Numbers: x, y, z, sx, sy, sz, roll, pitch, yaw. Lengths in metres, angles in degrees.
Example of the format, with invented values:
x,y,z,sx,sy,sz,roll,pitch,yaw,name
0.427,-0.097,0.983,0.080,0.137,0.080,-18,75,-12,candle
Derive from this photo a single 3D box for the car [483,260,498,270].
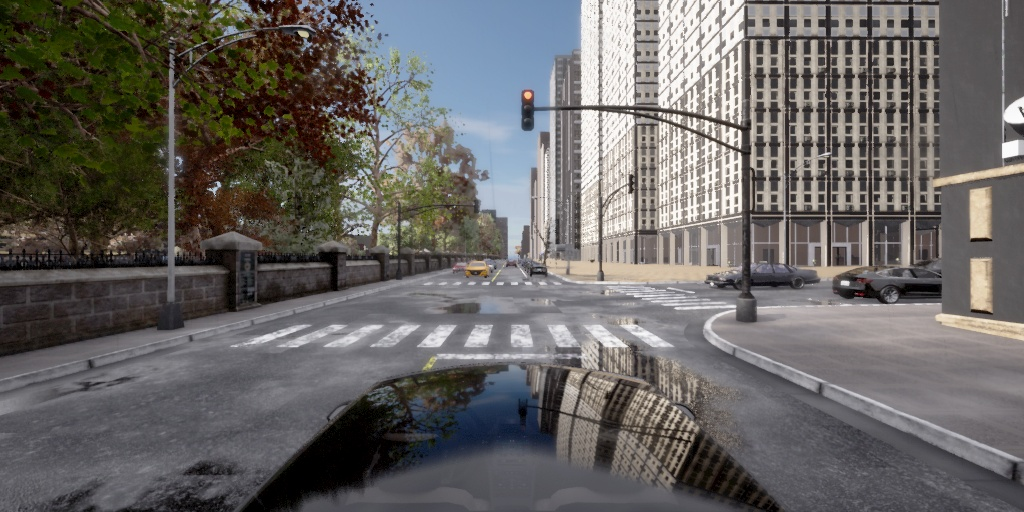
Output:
x,y,z,sx,sy,sz,roll,pitch,yaw,name
-3.260,1.329,54.871,2.033,1.411,5.357,0,0,0,car

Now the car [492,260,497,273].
x,y,z,sx,sy,sz,roll,pitch,yaw,name
-3.233,1.372,44.316,1.895,1.301,4.718,0,0,0,car

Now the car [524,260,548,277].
x,y,z,sx,sy,sz,roll,pitch,yaw,name
2.578,1.331,36.083,1.948,1.339,4.313,0,0,0,car

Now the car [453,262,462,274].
x,y,z,sx,sy,sz,roll,pitch,yaw,name
-5.820,1.351,41.688,1.802,1.307,4.207,0,0,0,car

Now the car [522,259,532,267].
x,y,z,sx,sy,sz,roll,pitch,yaw,name
2.560,1.335,41.716,1.948,1.339,4.313,0,0,0,car

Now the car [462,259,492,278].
x,y,z,sx,sy,sz,roll,pitch,yaw,name
-3.203,1.241,33.982,1.882,1.535,5.008,0,0,0,car

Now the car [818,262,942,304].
x,y,z,sx,sy,sz,roll,pitch,yaw,name
14.647,1.026,13.540,4.313,1.339,1.948,0,0,0,car

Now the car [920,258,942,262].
x,y,z,sx,sy,sz,roll,pitch,yaw,name
23.433,0.840,19.408,4.892,1.490,1.837,-1,0,-1,car

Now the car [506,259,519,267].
x,y,z,sx,sy,sz,roll,pitch,yaw,name
-0.103,1.320,65.348,1.812,1.442,4.674,0,0,0,car

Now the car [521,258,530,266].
x,y,z,sx,sy,sz,roll,pitch,yaw,name
2.542,1.339,47.348,1.948,1.339,4.313,0,0,0,car

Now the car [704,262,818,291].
x,y,z,sx,sy,sz,roll,pitch,yaw,name
13.391,1.054,19.310,5.357,1.411,2.033,-1,0,-1,car
